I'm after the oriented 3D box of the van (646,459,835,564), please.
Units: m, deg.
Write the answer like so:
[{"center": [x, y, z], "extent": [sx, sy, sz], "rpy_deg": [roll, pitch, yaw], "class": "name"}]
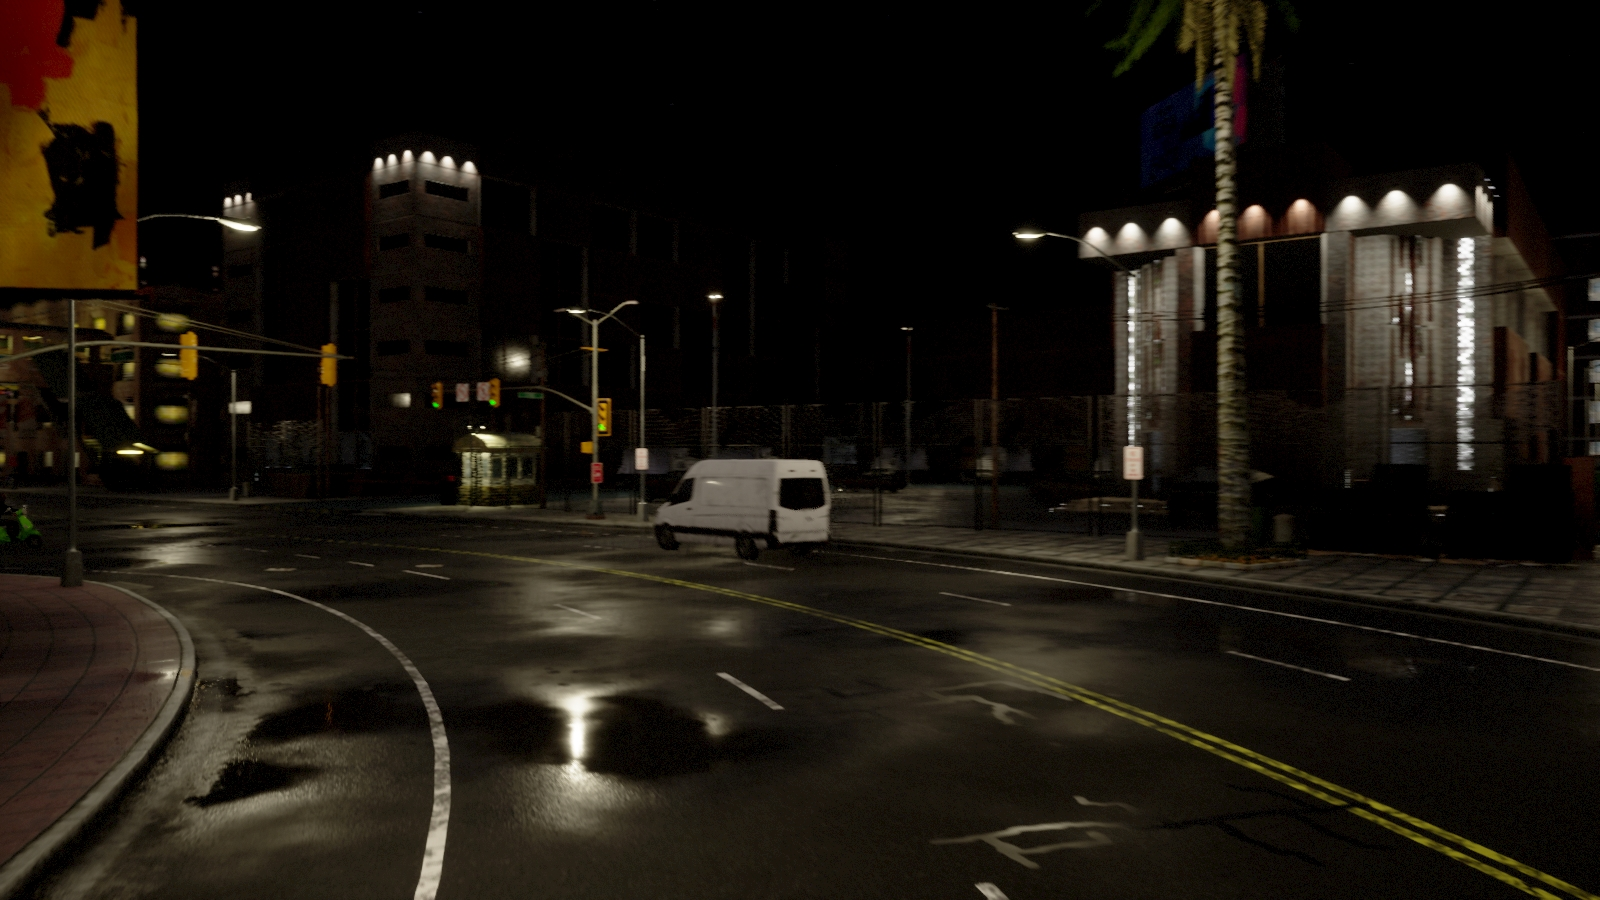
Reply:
[{"center": [-1.757, 1.537, 31.056], "extent": [1.988, 2.561, 5.915], "rpy_deg": [1, 0, -40], "class": "van"}]
